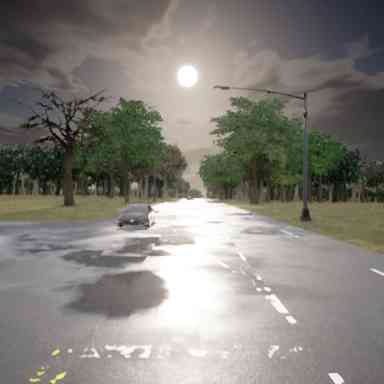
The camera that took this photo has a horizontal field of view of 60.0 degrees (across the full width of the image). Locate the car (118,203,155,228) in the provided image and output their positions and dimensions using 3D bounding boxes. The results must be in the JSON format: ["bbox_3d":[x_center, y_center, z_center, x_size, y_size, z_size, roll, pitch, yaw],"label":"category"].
[{"bbox_3d":[-3.503,1.475,21.714,1.837,1.490,4.892,1,-1,0],"label":"car"}]
